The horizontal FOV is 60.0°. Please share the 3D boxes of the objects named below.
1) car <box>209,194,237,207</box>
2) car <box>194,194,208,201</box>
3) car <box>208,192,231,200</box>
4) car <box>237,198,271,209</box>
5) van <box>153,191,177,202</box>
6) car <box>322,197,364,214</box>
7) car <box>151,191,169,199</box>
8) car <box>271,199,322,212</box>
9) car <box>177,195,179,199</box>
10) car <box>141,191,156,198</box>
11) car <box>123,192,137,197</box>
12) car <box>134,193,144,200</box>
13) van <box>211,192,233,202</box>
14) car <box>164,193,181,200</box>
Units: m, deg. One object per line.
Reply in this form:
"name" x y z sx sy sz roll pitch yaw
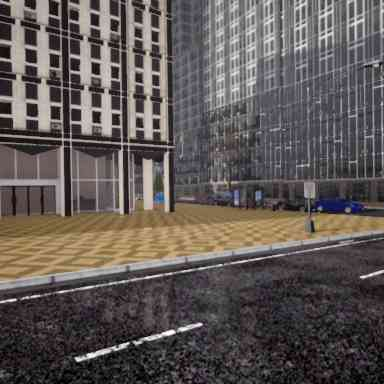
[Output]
"car" 4.669 1.309 44.680 1.947 1.339 4.313 -1 1 -34
"car" 2.064 1.029 63.520 1.802 1.307 4.206 -1 1 -34
"car" 4.821 1.192 49.157 1.812 1.442 4.674 -1 1 -34
"car" 7.814 1.377 39.947 1.802 1.307 4.206 -1 1 -34
"van" -4.868 0.926 58.810 1.690 1.788 3.998 -1 1 -34
"car" 15.016 1.309 34.136 1.882 1.535 5.008 -1 1 -34
"car" -7.518 0.601 77.621 2.192 1.841 5.009 -1 1 -34
"car" 10.994 1.413 35.234 1.947 1.339 4.313 -1 1 -34
"car" -4.325 0.755 62.778 1.812 1.442 4.674 -1 1 -34
"car" -10.712 0.672 82.324 1.967 1.590 4.097 -1 1 -34
"car" -17.099 0.674 91.728 2.008 1.369 4.403 -1 1 -34
"car" -11.256 1.028 68.215 2.008 1.369 4.403 0 1 -34
"van" 5.257 0.841 58.816 1.690 1.788 3.998 -1 1 -34
"car" -4.323 0.922 72.924 1.802 1.307 4.206 -1 1 -34
